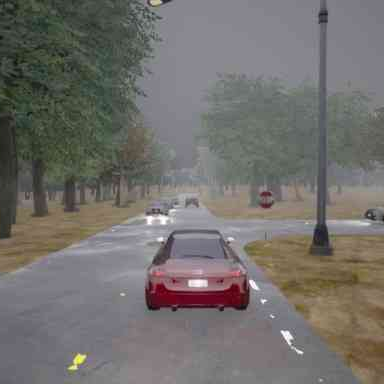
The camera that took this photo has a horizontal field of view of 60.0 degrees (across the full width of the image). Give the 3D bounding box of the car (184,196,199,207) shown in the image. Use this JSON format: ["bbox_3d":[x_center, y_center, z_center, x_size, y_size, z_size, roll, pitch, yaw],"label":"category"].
[{"bbox_3d":[-0.015,1.374,48.612,1.837,1.490,4.892,0,0,0],"label":"car"}]

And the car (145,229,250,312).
[{"bbox_3d":[0.090,1.557,7.796,1.994,1.385,4.181,0,0,0],"label":"car"}]

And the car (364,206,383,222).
[{"bbox_3d":[13.896,1.342,22.252,4.181,1.385,1.994,-1,1,2],"label":"car"}]

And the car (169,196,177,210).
[{"bbox_3d":[-3.199,1.406,42.305,1.837,1.490,4.892,0,0,0],"label":"car"}]

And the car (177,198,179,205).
[{"bbox_3d":[-3.184,1.381,55.162,2.033,1.411,5.357,0,0,0],"label":"car"}]

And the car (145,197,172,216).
[{"bbox_3d":[-3.180,1.497,31.077,1.994,1.385,4.181,0,0,-1],"label":"car"}]
